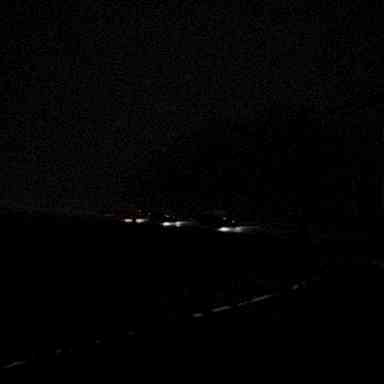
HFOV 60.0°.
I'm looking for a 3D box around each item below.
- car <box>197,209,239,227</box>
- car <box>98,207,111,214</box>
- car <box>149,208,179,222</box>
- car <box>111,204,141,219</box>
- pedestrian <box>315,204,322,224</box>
[{"bbox_3d":[2.191,2.296,29.888,1.812,1.442,4.674,1,-2,-33],"label":"car"},{"bbox_3d":[-17.064,3.695,65.946,1.895,1.301,4.718,1,-2,-33],"label":"car"},{"bbox_3d":[-3.323,2.618,38.328,1.837,1.490,4.892,1,-2,-33],"label":"car"},{"bbox_3d":[-9.176,2.682,47.313,2.150,2.045,5.566,1,-2,-33],"label":"car"},{"bbox_3d":[11.310,1.970,29.830,0.375,1.860,0.375,-2,1,-33],"label":"pedestrian"}]
